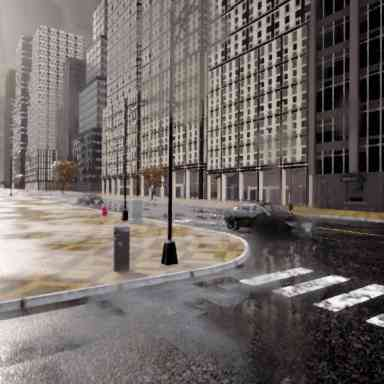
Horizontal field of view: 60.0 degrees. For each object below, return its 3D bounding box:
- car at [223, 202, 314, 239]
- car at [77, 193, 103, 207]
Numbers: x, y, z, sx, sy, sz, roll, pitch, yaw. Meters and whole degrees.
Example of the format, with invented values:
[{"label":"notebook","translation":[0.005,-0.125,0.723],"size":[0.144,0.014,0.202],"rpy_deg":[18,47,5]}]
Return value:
[{"label":"car","translation":[3.597,1.294,16.296],"size":[2.128,1.511,4.902],"rpy_deg":[1,1,-35]},{"label":"car","translation":[-11.779,0.845,38.389],"size":[2.128,1.511,4.902],"rpy_deg":[1,1,-35]}]
